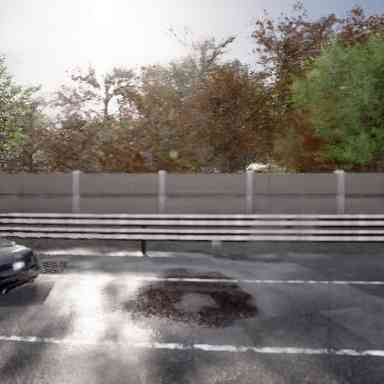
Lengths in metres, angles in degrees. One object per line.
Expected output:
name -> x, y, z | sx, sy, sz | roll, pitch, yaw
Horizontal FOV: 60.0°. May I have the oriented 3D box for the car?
car -> -5.623, 1.527, 7.363 | 4.181, 1.385, 1.994 | 0, 1, 10
